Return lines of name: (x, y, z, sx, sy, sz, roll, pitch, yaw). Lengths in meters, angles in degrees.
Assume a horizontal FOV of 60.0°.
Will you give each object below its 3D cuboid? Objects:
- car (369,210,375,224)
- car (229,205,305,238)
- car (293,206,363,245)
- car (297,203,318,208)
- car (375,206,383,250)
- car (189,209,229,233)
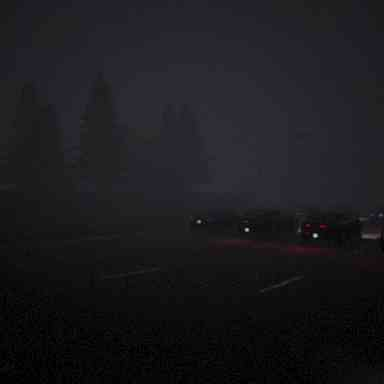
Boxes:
car: (16.080, 1.878, 27.345, 2.033, 1.411, 5.357, 0, -1, 41)
car: (4.390, 1.688, 18.889, 1.837, 1.490, 4.892, 0, 0, 41)
car: (7.054, 1.689, 16.619, 1.837, 1.490, 4.892, 0, 0, 41)
car: (11.369, 1.832, 32.602, 2.128, 1.511, 4.902, 0, 0, 41)
car: (9.684, 1.533, 14.307, 2.097, 1.767, 4.553, 0, -1, 40)
car: (1.715, 1.744, 21.144, 1.994, 1.385, 4.181, 0, -1, 40)
